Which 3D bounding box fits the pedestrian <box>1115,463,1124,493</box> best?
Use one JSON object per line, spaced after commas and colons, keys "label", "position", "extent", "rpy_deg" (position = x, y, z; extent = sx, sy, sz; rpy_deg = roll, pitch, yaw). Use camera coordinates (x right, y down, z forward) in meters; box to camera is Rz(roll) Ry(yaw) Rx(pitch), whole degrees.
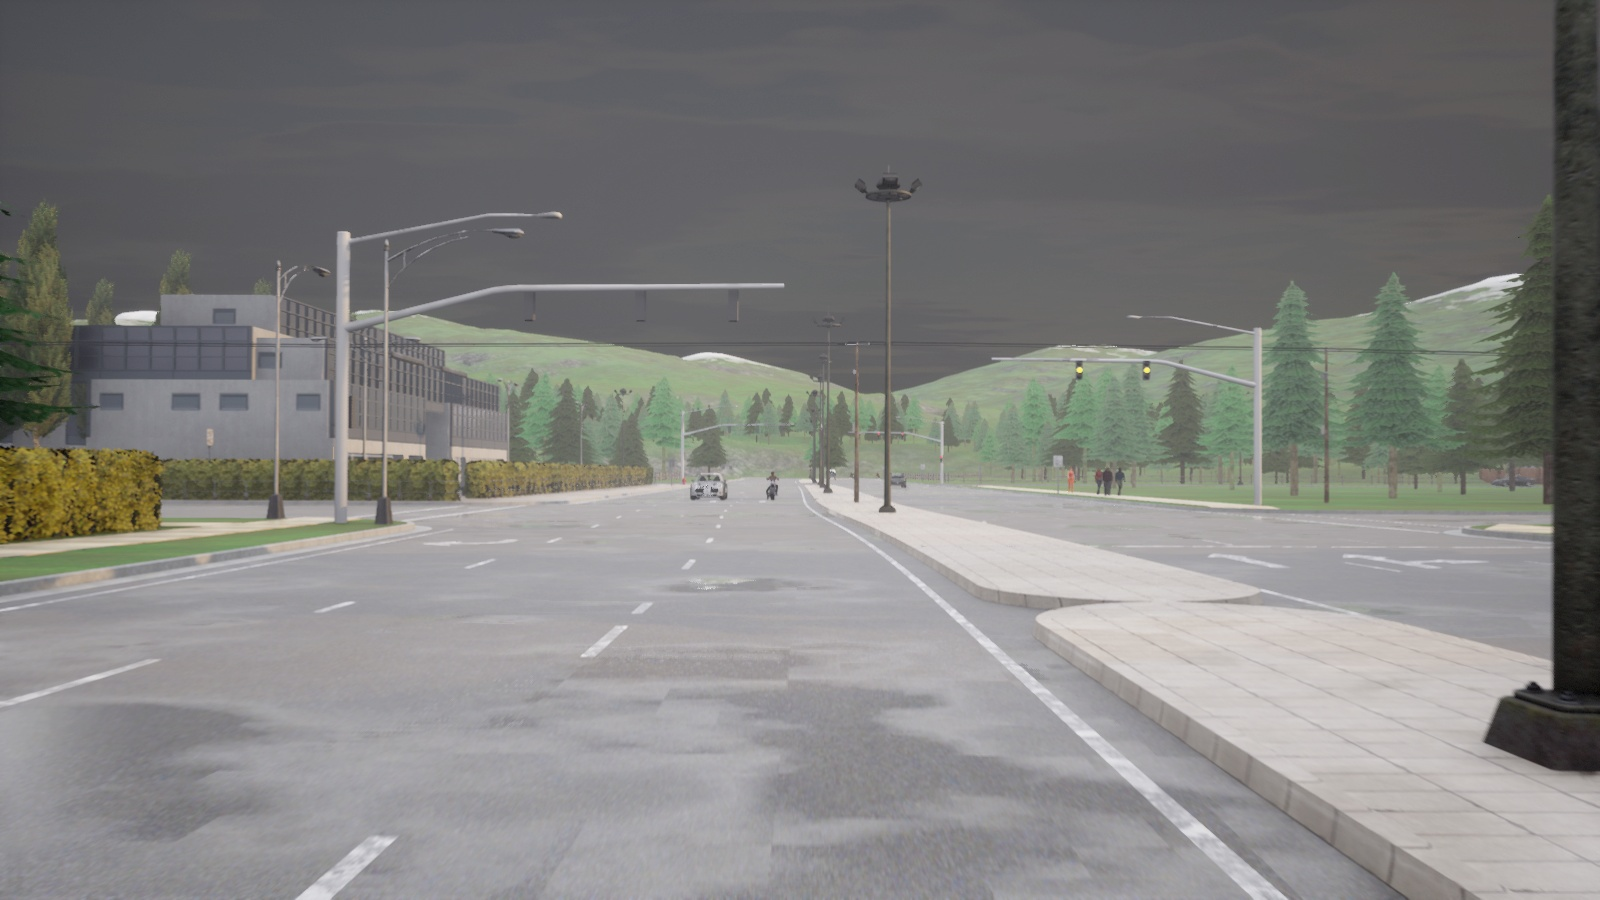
{"label": "pedestrian", "position": [19.411, 1.689, 76.366], "extent": [0.370, 1.835, 0.726], "rpy_deg": [0, -1, 1]}

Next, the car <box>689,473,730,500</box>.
{"label": "car", "position": [-4.992, 1.998, 69.642], "extent": [1.970, 1.475, 3.806], "rpy_deg": [0, -1, 0]}

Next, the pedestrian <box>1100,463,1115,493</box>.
{"label": "pedestrian", "position": [18.549, 1.682, 75.763], "extent": [0.634, 1.844, 0.899], "rpy_deg": [0, -1, 1]}
